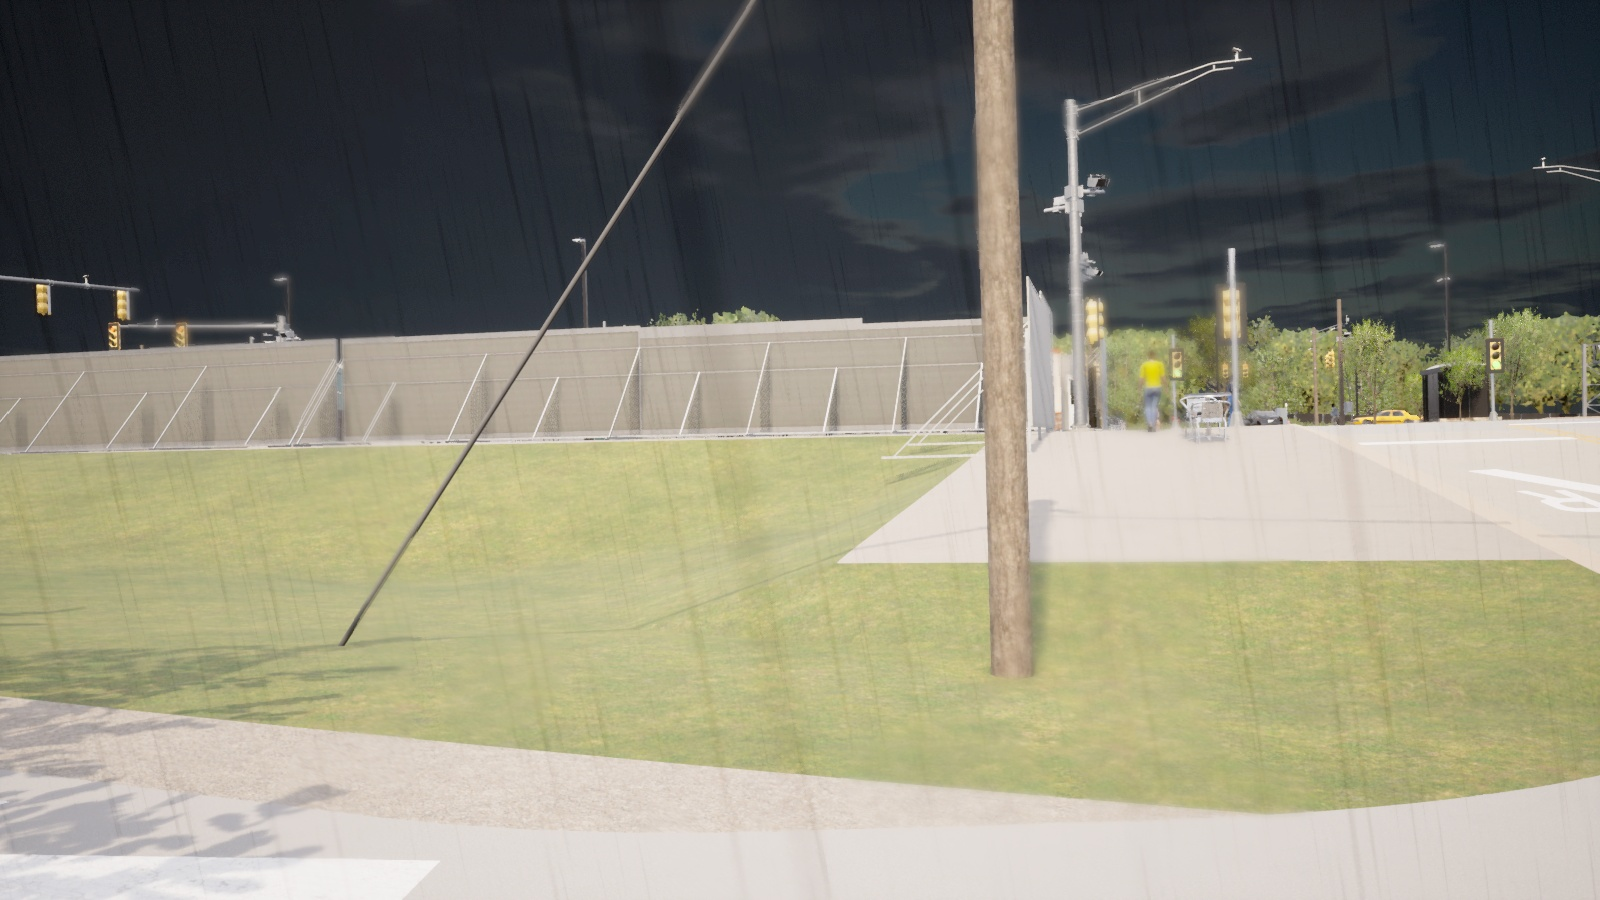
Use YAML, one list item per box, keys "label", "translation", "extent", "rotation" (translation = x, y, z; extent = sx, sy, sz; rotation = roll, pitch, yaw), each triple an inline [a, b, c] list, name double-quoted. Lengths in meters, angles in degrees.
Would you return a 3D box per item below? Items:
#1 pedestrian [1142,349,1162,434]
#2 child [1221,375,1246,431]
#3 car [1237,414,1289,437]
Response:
- label: "pedestrian"
  translation: [7.751, -1.281, 27.682]
  extent: [0.354, 1.836, 0.706]
  rotation: [-1, 0, 12]
- label: "child"
  translation: [10.039, -1.090, 29.094]
  extent: [0.437, 1.263, 0.270]
  rotation: [-1, 0, -5]
- label: "car"
  translation: [31.359, -1.671, 85.206]
  extent: [2.163, 1.488, 4.792]
  rotation: [-1, 1, 7]
